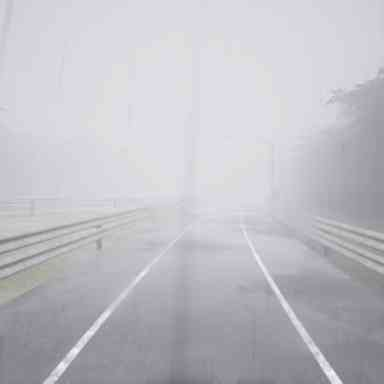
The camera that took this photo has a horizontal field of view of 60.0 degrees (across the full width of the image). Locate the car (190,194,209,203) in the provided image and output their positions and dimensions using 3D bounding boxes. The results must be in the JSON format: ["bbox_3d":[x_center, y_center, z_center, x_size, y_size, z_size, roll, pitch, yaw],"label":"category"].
[{"bbox_3d":[2.066,1.549,69.709,1.837,1.490,4.892,1,0,26],"label":"car"}]

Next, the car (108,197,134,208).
[{"bbox_3d":[-9.601,1.396,45.370,1.994,1.385,4.181,1,0,26],"label":"car"}]

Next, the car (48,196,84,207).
[{"bbox_3d":[-17.207,1.272,45.696,1.812,1.442,4.674,1,0,26],"label":"car"}]

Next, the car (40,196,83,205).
[{"bbox_3d":[-15.781,1.296,40.572,2.033,1.411,5.357,1,0,26],"label":"car"}]

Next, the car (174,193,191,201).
[{"bbox_3d":[-1.079,1.236,71.232,2.150,2.045,5.566,1,0,26],"label":"car"}]

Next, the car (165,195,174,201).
[{"bbox_3d":[-4.250,1.479,72.720,1.837,1.490,4.892,1,0,26],"label":"car"}]

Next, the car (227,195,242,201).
[{"bbox_3d":[12.099,1.564,90.624,2.097,1.767,4.553,1,0,26],"label":"car"}]
